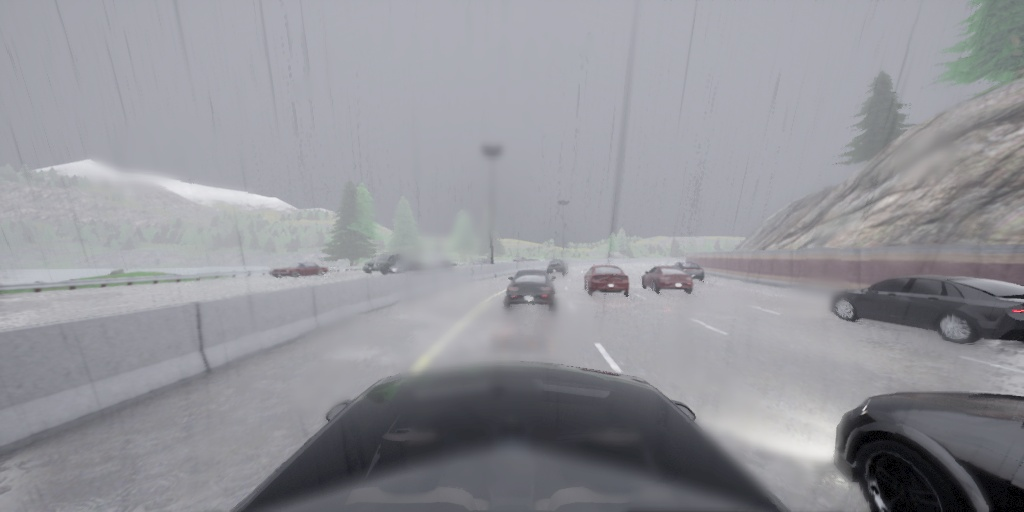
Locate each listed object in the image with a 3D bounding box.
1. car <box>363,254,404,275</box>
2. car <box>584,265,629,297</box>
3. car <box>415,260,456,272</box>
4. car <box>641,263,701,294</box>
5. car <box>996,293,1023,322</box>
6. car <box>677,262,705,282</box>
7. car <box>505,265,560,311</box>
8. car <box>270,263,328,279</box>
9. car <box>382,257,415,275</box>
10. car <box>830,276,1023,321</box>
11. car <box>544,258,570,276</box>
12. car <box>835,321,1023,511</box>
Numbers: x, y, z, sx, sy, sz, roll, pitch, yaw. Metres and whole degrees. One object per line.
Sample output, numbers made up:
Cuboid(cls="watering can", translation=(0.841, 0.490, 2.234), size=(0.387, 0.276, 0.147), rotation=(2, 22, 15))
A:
Cuboid(cls="car", translation=(-13.171, 0.857, 37.591), size=(2.150, 2.045, 5.566), rotation=(0, 0, 14))
Cuboid(cls="car", translation=(4.908, 1.205, 19.050), size=(1.882, 1.535, 5.008), rotation=(0, 0, 7))
Cuboid(cls="car", translation=(-6.849, 1.141, 33.798), size=(1.882, 1.535, 5.008), rotation=(0, 0, 13))
Cuboid(cls="car", translation=(8.567, 1.261, 20.025), size=(1.812, 1.442, 4.674), rotation=(0, 0, 8))
Cuboid(cls="car", translation=(7.185, 1.261, 2.059), size=(2.128, 1.511, 4.902), rotation=(0, 0, 0))
Cuboid(cls="car", translation=(13.624, 1.224, 28.302), size=(2.128, 1.511, 4.902), rotation=(0, 0, 12))
Cuboid(cls="car", translation=(0.810, 1.252, 14.196), size=(1.812, 1.442, 4.674), rotation=(0, 0, 5))
Cuboid(cls="car", translation=(-18.189, 1.238, 30.853), size=(1.895, 1.301, 4.718), rotation=(0, 0, 11))
Cuboid(cls="car", translation=(-10.149, 1.143, 35.049), size=(2.128, 1.511, 4.902), rotation=(0, 0, 13))
Cuboid(cls="car", translation=(10.963, 1.270, 9.408), size=(1.837, 1.490, 4.892), rotation=(0, 0, 4))
Cuboid(cls="car", translation=(4.678, 1.196, 36.011), size=(1.837, 1.490, 4.892), rotation=(0, 0, 14))
Cuboid(cls="car", translation=(3.692, 1.325, 1.241), size=(1.994, 1.385, 4.181), rotation=(0, 0, 0))
